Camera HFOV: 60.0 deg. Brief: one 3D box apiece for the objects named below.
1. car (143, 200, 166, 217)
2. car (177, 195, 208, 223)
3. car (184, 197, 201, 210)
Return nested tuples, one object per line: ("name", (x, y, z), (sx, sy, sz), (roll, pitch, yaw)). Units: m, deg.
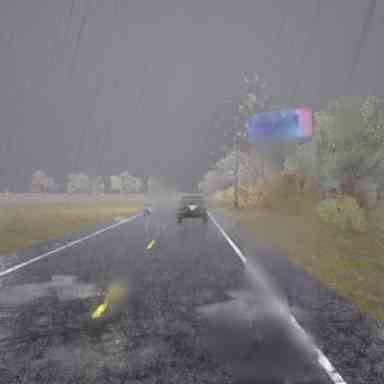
("car", (-3.546, 1.524, 32.013), (2.128, 1.511, 4.902), (0, 0, 0))
("car", (0.055, 1.249, 25.707), (2.150, 2.045, 5.566), (0, 0, 1))
("car", (0.081, 1.535, 44.539), (2.128, 1.511, 4.902), (0, 0, 0))
